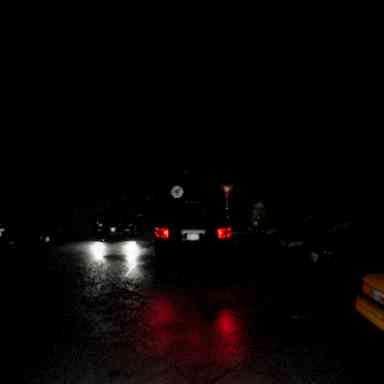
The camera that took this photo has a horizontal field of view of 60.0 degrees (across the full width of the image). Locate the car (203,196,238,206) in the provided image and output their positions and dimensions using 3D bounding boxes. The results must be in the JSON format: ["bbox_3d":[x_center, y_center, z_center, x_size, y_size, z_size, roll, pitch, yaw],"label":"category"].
[{"bbox_3d":[4.560,1.446,53.859,5.366,1.575,1.946,0,1,0],"label":"car"}]

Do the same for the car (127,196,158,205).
[{"bbox_3d":[-8.330,1.397,56.644,4.892,1.521,2.231,0,1,0],"label":"car"}]

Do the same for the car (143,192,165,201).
[{"bbox_3d":[-8.319,0.996,73.289,4.553,1.767,2.185,0,1,0],"label":"car"}]

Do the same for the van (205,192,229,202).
[{"bbox_3d":[4.853,1.015,65.057,4.442,1.987,1.878,0,1,0],"label":"van"}]

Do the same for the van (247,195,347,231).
[{"bbox_3d":[4.913,1.154,15.802,4.442,1.987,1.878,-1,1,0],"label":"van"}]

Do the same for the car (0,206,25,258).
[{"bbox_3d":[-8.009,1.315,10.151,4.553,1.767,2.185,0,0,0],"label":"car"}]

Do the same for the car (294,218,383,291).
[{"bbox_3d":[5.069,1.494,7.435,4.792,1.488,2.163,0,0,0],"label":"car"}]

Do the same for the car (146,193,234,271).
[{"bbox_3d":[0.055,1.172,10.835,2.150,2.045,5.566,0,0,1],"label":"car"}]

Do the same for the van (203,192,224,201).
[{"bbox_3d":[4.622,0.897,73.219,4.442,1.987,1.878,0,1,0],"label":"van"}]

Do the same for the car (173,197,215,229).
[{"bbox_3d":[0.271,1.228,21.376,2.097,1.767,4.553,-1,0,8],"label":"car"}]

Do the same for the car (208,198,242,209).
[{"bbox_3d":[4.721,1.582,48.321,4.792,1.488,2.163,0,1,0],"label":"car"}]

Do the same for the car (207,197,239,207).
[{"bbox_3d":[4.745,1.541,51.090,4.674,1.452,2.002,0,1,0],"label":"car"}]

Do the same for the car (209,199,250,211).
[{"bbox_3d":[4.749,1.654,42.904,5.008,1.535,2.097,0,1,0],"label":"car"}]

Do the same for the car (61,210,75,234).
[{"bbox_3d":[-8.069,1.408,15.722,4.792,1.488,2.163,0,1,0],"label":"car"}]

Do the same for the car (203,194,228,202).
[{"bbox_3d":[4.763,1.224,67.831,4.792,1.488,2.163,0,1,0],"label":"car"}]

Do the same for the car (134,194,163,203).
[{"bbox_3d":[-8.529,1.236,65.091,5.366,1.575,1.946,0,1,0],"label":"car"}]

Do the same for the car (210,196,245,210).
[{"bbox_3d":[4.783,1.477,45.673,4.553,1.767,2.185,0,1,0],"label":"car"}]

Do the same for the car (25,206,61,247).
[{"bbox_3d":[-8.011,1.439,12.939,4.792,1.488,2.163,0,1,0],"label":"car"}]

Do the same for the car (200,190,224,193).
[{"bbox_3d":[4.770,1.093,59.393,5.566,2.045,2.435,0,1,0],"label":"car"}]

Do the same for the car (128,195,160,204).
[{"bbox_3d":[-8.524,1.340,59.419,5.366,1.575,1.946,0,1,0],"label":"car"}]

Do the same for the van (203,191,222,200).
[{"bbox_3d":[4.842,0.838,78.775,4.442,1.987,1.878,0,1,0],"label":"van"}]

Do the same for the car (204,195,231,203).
[{"bbox_3d":[4.710,1.322,62.167,4.792,1.488,2.163,0,1,0],"label":"car"}]

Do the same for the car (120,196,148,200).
[{"bbox_3d":[-8.357,1.634,45.541,4.792,1.488,2.163,0,1,0],"label":"car"}]

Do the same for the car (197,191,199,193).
[{"bbox_3d":[4.691,0.729,87.084,5.566,2.045,2.435,0,1,0],"label":"car"}]

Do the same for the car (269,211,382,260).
[{"bbox_3d":[5.043,1.479,10.347,4.674,1.452,2.002,0,1,0],"label":"car"}]

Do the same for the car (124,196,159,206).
[{"bbox_3d":[-8.149,1.445,53.868,5.366,1.575,1.946,0,1,0],"label":"car"}]

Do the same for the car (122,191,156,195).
[{"bbox_3d":[-8.304,1.249,51.087,5.566,2.045,2.435,0,1,0],"label":"car"}]

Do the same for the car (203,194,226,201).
[{"bbox_3d":[4.761,1.186,70.471,4.792,1.488,2.163,0,1,0],"label":"car"}]

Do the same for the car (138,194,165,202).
[{"bbox_3d":[-8.160,1.192,67.744,5.366,1.575,1.946,0,1,0],"label":"car"}]

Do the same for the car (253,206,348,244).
[{"bbox_3d":[5.043,1.448,13.132,4.674,1.452,2.002,0,1,0],"label":"car"}]

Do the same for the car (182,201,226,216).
[{"bbox_3d":[1.150,1.666,33.643,4.181,1.385,1.994,-2,-3,43],"label":"car"}]

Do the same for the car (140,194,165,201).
[{"bbox_3d":[-8.354,1.156,70.511,4.892,1.521,2.231,0,1,0],"label":"car"}]

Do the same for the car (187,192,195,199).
[{"bbox_3d":[-0.319,0.839,84.244,1.882,1.535,5.008,0,1,0],"label":"car"}]

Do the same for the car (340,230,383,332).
[{"bbox_3d":[5.225,1.476,4.642,5.366,1.575,1.946,0,0,0],"label":"car"}]

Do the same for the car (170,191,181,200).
[{"bbox_3d":[-3.813,0.814,76.501,2.150,2.045,5.566,0,1,0],"label":"car"}]

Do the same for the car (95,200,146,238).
[{"bbox_3d":[-3.603,1.388,17.169,1.837,1.490,4.892,1,1,-3],"label":"car"}]
